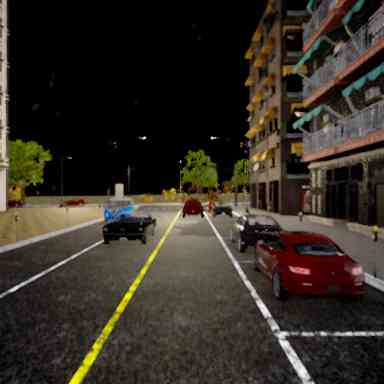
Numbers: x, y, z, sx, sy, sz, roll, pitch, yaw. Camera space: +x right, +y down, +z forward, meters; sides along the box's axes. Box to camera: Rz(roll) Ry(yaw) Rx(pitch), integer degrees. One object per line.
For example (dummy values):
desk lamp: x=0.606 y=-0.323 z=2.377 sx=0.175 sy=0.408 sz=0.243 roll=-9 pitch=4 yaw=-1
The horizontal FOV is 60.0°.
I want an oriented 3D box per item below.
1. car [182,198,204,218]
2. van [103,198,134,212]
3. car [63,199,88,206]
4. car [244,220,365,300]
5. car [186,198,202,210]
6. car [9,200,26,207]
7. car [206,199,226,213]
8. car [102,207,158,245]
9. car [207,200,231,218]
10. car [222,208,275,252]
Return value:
car: x=0.097 y=1.494 z=30.813 sx=1.882 sy=1.535 sz=5.008 roll=0 pitch=0 yaw=0
van: x=-5.345 y=1.354 z=24.709 sx=1.690 sy=1.788 sz=3.998 roll=0 pitch=0 yaw=0
car: x=-20.594 y=1.852 z=58.916 sx=4.206 sy=1.307 sz=1.802 roll=-1 pitch=0 yaw=-1
car: x=2.567 y=1.587 z=8.079 sx=1.802 sy=1.307 sz=4.206 roll=0 pitch=0 yaw=0
car: x=0.325 y=1.548 z=43.964 sx=1.812 sy=1.442 sz=4.674 roll=0 pitch=0 yaw=3
car: x=-31.677 y=1.984 z=58.780 sx=4.206 sy=1.307 sz=1.802 roll=-1 pitch=1 yaw=-1
car: x=2.693 y=1.564 z=38.113 sx=1.887 sy=1.381 sz=4.507 roll=0 pitch=0 yaw=0
car: x=-2.807 y=1.609 z=15.798 sx=1.895 sy=1.301 sz=4.718 roll=0 pitch=0 yaw=0
car: x=2.662 y=1.567 z=30.183 sx=2.008 sy=1.369 sz=4.403 roll=0 pitch=0 yaw=0
car: x=2.567 y=1.558 z=13.605 sx=2.008 sy=1.369 sz=4.403 roll=0 pitch=0 yaw=0
